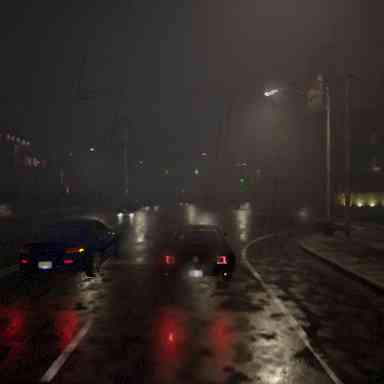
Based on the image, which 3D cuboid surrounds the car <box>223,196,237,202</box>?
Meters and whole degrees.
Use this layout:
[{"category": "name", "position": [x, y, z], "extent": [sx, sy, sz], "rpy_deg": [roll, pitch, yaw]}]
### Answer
[{"category": "car", "position": [8.619, 1.576, 77.760], "extent": [4.181, 1.385, 1.994], "rpy_deg": [0, 0, -40]}]

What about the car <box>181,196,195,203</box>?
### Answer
[{"category": "car", "position": [-0.144, 1.567, 67.778], "extent": [2.033, 1.411, 5.357], "rpy_deg": [0, 0, 33]}]

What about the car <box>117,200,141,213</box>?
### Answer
[{"category": "car", "position": [-7.054, 1.558, 37.770], "extent": [2.033, 1.411, 5.357], "rpy_deg": [0, 0, 1]}]

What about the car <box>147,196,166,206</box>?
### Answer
[{"category": "car", "position": [-5.757, 1.493, 54.041], "extent": [1.882, 1.535, 5.008], "rpy_deg": [0, 0, 15]}]

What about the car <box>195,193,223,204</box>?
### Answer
[{"category": "car", "position": [3.440, 1.241, 66.446], "extent": [2.150, 2.045, 5.566], "rpy_deg": [0, 0, 33]}]

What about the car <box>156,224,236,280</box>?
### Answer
[{"category": "car", "position": [0.120, 1.604, 9.944], "extent": [1.895, 1.301, 4.718], "rpy_deg": [0, 0, 1]}]

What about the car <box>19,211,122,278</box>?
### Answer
[{"category": "car", "position": [-3.408, 1.529, 10.037], "extent": [1.812, 1.442, 4.674], "rpy_deg": [0, 0, 0]}]
